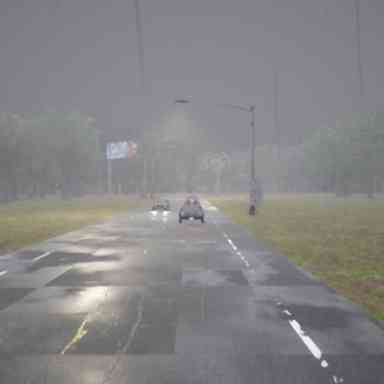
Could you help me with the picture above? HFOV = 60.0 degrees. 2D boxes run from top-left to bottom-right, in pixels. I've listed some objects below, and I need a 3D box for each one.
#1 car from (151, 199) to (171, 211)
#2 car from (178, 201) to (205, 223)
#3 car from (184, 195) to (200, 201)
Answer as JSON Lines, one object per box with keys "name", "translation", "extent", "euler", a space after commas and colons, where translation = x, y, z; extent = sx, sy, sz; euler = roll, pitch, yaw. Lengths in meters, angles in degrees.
{"name": "car", "translation": [-3.575, 1.477, 39.186], "extent": [1.994, 1.385, 4.181], "euler": [0, 0, 0]}
{"name": "car", "translation": [-0.019, 1.592, 25.691], "extent": [1.895, 1.301, 4.718], "euler": [0, 0, 0]}
{"name": "car", "translation": [0.003, 1.208, 44.590], "extent": [2.097, 1.767, 4.553], "euler": [0, 1, 0]}
